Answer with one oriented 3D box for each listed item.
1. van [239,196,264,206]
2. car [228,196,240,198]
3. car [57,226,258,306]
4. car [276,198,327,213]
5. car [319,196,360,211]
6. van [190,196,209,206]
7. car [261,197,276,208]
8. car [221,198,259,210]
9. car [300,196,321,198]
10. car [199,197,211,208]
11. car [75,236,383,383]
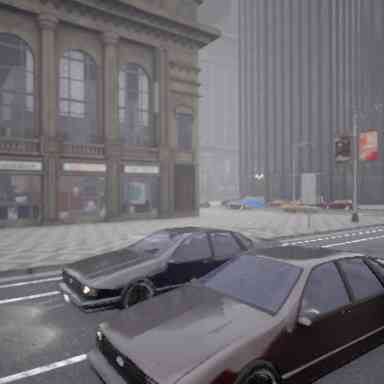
[{"bbox_3d":[10.319,1.632,55.133,1.690,1.788,3.998,-2,0,-35],"label":"van"},{"bbox_3d":[7.379,1.675,59.284,2.192,1.841,5.009,-2,0,-35],"label":"car"},{"bbox_3d":[-0.109,1.527,7.597,5.357,1.411,2.033,0,0,-35],"label":"car"},{"bbox_3d":[12.280,1.684,37.612,1.752,1.417,4.829,-2,0,-35],"label":"car"},{"bbox_3d":[19.142,1.627,42.677,1.887,1.381,4.507,-2,0,-35],"label":"car"},{"bbox_3d":[1.501,1.838,67.588,1.690,1.788,3.998,-2,0,-35],"label":"van"},{"bbox_3d":[13.265,1.803,50.981,1.802,1.307,4.206,-2,0,-35],"label":"car"},{"bbox_3d":[6.528,1.846,45.719,2.008,1.369,4.403,-2,0,-35],"label":"car"},{"bbox_3d":[16.197,1.467,46.829,2.192,1.841,5.009,-2,0,-35],"label":"car"},{"bbox_3d":[0.866,1.743,53.687,2.192,1.841,5.009,-2,0,-35],"label":"car"},{"bbox_3d":[1.414,1.529,4.692,5.357,1.411,2.033,0,0,-35],"label":"car"}]
